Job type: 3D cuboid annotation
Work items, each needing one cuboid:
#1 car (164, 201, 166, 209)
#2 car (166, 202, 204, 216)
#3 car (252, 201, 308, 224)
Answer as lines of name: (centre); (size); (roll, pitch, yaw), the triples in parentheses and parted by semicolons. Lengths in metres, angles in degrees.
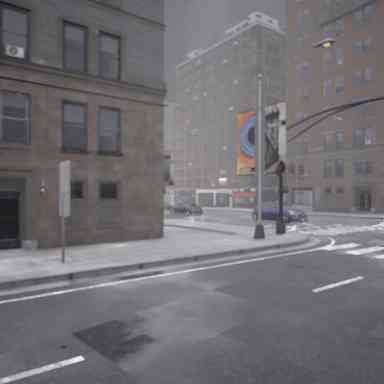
car: (-5.291, 2.191, 55.808); (1.994, 1.385, 4.181); (0, -1, -35)
car: (-0.605, 1.884, 37.804); (1.837, 1.490, 4.892); (0, -1, -35)
car: (7.092, 1.560, 26.957); (2.097, 1.767, 4.553); (0, -1, -35)
